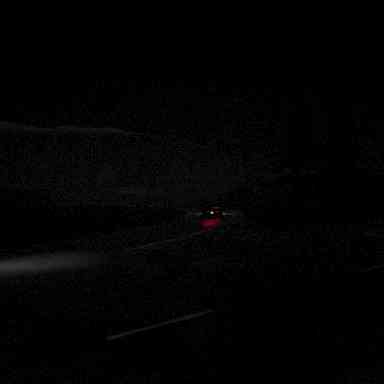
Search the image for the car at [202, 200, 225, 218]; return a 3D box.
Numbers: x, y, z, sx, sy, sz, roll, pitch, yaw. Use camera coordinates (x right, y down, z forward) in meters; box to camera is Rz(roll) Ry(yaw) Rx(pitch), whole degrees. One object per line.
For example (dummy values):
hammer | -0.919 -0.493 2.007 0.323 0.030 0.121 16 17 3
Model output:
car | 1.948 1.505 30.767 1.837 1.490 4.892 0 0 5
